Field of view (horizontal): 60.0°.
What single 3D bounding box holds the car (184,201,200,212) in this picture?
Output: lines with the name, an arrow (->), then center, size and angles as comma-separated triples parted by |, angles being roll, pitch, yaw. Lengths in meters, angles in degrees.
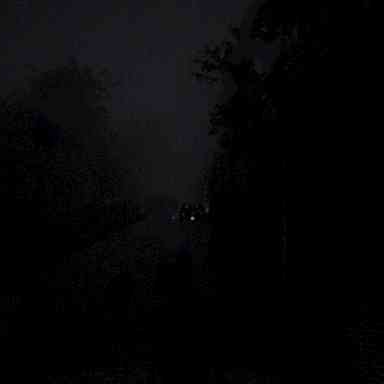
car -> -0.038, 1.799, 41.762 | 1.895, 1.301, 4.718 | 0, -1, 0

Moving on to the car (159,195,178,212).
car -> -2.977, 1.442, 43.015 | 2.150, 2.045, 5.566 | 0, -1, 0

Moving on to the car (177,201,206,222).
car -> 0.034, 1.622, 25.994 | 1.895, 1.301, 4.718 | 0, 0, 0
